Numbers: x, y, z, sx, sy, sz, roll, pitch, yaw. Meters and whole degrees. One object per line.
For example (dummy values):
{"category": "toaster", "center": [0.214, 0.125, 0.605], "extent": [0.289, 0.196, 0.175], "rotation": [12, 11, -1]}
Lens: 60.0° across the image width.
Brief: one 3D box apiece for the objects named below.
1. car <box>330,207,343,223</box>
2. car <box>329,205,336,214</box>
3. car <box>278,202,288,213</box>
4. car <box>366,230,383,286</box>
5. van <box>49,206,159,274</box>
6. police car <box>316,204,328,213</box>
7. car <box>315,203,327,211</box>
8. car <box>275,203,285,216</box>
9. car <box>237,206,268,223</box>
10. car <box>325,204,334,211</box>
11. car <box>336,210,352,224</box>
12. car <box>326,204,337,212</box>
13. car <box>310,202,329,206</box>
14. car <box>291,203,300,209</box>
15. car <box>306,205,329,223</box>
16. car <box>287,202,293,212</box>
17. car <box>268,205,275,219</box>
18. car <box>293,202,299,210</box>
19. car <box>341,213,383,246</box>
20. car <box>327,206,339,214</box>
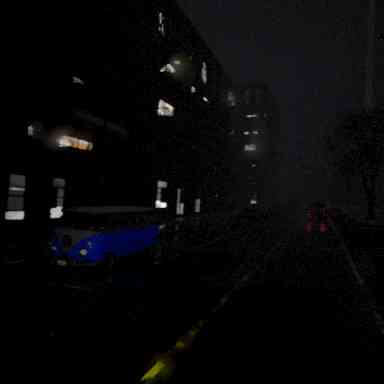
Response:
{"category": "car", "center": [15.305, 2.534, 33.340], "extent": [2.008, 1.369, 4.403], "rotation": [3, 0, 21]}
{"category": "car", "center": [19.376, 2.801, 43.889], "extent": [1.752, 1.417, 4.829], "rotation": [3, 0, 21]}
{"category": "car", "center": [13.446, 2.656, 51.788], "extent": [1.752, 1.417, 4.829], "rotation": [3, 0, 21]}
{"category": "car", "center": [5.285, 1.834, 7.368], "extent": [1.947, 1.339, 4.313], "rotation": [3, 0, 21]}
{"category": "van", "center": [-2.514, 1.329, 10.391], "extent": [1.690, 1.788, 3.998], "rotation": [3, 0, 21]}
{"category": "police car", "center": [26.095, 3.254, 66.899], "extent": [1.930, 1.638, 5.238], "rotation": [2, -1, 19]}
{"category": "car", "center": [29.470, 3.430, 76.083], "extent": [2.097, 1.767, 4.553], "rotation": [2, -1, 15]}
{"category": "car", "center": [11.501, 2.557, 46.752], "extent": [1.947, 1.339, 4.313], "rotation": [3, 0, 21]}
{"category": "car", "center": [5.490, 2.125, 31.168], "extent": [1.947, 1.339, 4.313], "rotation": [3, 0, 21]}
{"category": "car", "center": [35.350, 3.871, 85.288], "extent": [1.967, 1.590, 4.097], "rotation": [3, 0, 21]}
{"category": "car", "center": [11.297, 2.247, 22.951], "extent": [2.008, 1.369, 4.403], "rotation": [3, 0, 21]}
{"category": "car", "center": [31.342, 3.580, 74.898], "extent": [1.967, 1.590, 4.097], "rotation": [3, 0, 21]}
{"category": "car", "center": [17.096, 2.426, 45.432], "extent": [2.150, 2.045, 5.566], "rotation": [2, 0, 21]}
{"category": "car", "center": [27.532, 3.716, 88.309], "extent": [1.947, 1.339, 4.313], "rotation": [3, 0, 21]}
{"category": "car", "center": [13.165, 2.444, 35.155], "extent": [1.812, 1.442, 4.674], "rotation": [2, -1, 22]}
{"category": "car", "center": [15.523, 2.595, 57.143], "extent": [2.192, 1.841, 5.009], "rotation": [3, 0, 21]}
{"category": "car", "center": [7.494, 2.254, 36.363], "extent": [2.008, 1.369, 4.403], "rotation": [3, 0, 21]}
{"category": "car", "center": [21.534, 3.030, 72.726], "extent": [2.192, 1.841, 5.009], "rotation": [3, 0, 21]}
{"category": "car", "center": [9.293, 2.098, 17.756], "extent": [1.887, 1.381, 4.507], "rotation": [3, 0, 21]}
{"category": "car", "center": [27.328, 3.401, 64.508], "extent": [2.008, 1.369, 4.403], "rotation": [3, 0, 21]}
